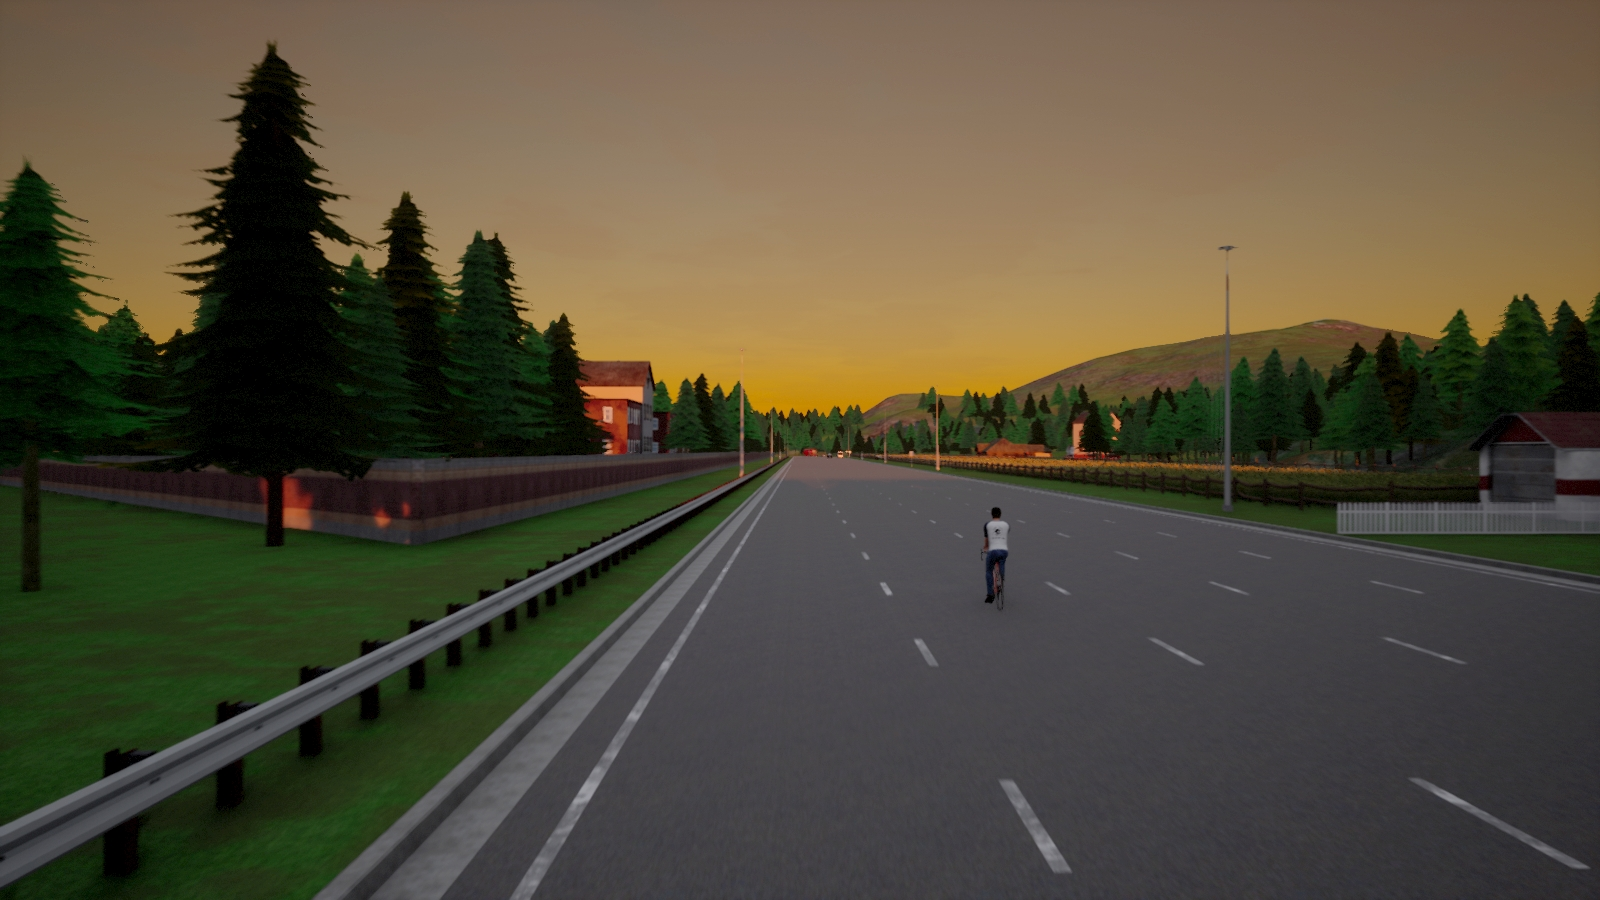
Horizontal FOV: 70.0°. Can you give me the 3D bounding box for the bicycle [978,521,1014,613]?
[{"bbox_3d":[3.498,2.068,20.493,0.373,1.496,1.643,0,0,0],"label":"bicycle"}]
